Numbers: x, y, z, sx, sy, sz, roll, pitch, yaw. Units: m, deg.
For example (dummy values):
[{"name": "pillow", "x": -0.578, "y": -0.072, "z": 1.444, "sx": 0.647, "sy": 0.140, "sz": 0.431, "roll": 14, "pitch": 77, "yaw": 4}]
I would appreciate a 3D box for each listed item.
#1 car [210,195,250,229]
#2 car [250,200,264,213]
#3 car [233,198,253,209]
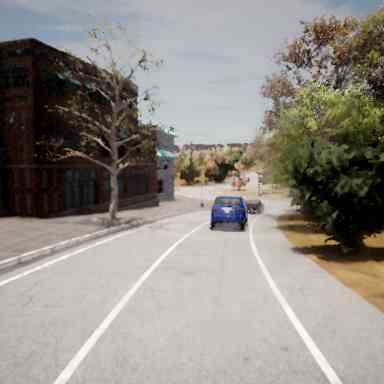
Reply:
[{"name": "car", "x": 2.571, "y": 1.260, "z": 22.367, "sx": 2.150, "sy": 2.045, "sz": 5.566, "roll": 1, "pitch": 0, "yaw": 11}, {"name": "car", "x": 7.498, "y": 1.697, "z": 39.783, "sx": 1.837, "sy": 1.490, "sz": 4.892, "roll": 2, "pitch": 0, "yaw": 19}, {"name": "car", "x": 7.686, "y": 1.703, "z": 49.851, "sx": 1.895, "sy": 1.301, "sz": 4.718, "roll": 2, "pitch": 2, "yaw": 22}]
